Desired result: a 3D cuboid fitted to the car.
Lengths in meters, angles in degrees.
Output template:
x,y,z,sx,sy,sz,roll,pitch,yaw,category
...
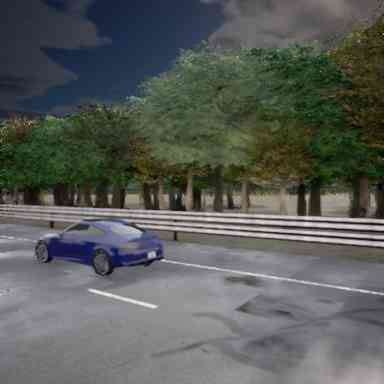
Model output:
x,y,z,sx,sy,sz,roll,pitch,yaw,category
-2.970,1.556,10.391,4.674,1.442,1.812,0,0,35,car
